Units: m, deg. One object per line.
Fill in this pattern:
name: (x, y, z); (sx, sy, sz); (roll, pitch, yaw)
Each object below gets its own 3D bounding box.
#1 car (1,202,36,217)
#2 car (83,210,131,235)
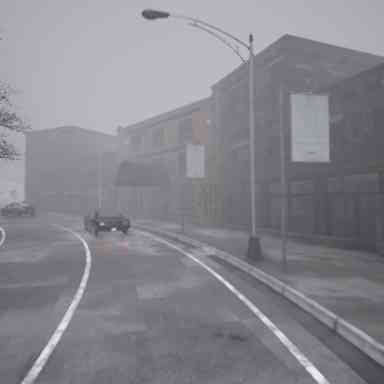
car: (-18.104, 1.791, 34.746); (4.674, 1.442, 1.812); (-1, -1, 38)
car: (-5.227, 1.743, 19.890); (1.895, 1.301, 4.718); (0, 0, -27)
